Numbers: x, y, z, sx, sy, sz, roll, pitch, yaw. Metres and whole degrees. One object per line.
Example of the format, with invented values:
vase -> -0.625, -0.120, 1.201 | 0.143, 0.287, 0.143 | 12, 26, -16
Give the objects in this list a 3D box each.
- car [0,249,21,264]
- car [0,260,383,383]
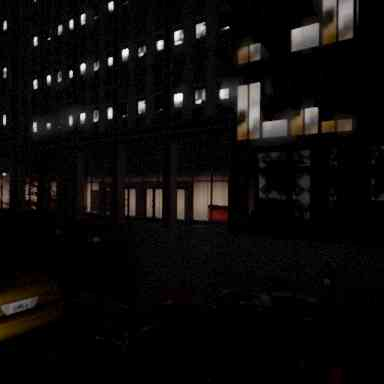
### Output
car -> -4.214, 1.518, 5.888 | 4.829, 1.417, 1.752 | 0, 1, 36
car -> 0.543, 1.439, 2.478 | 4.097, 1.590, 1.967 | 0, 1, 36
